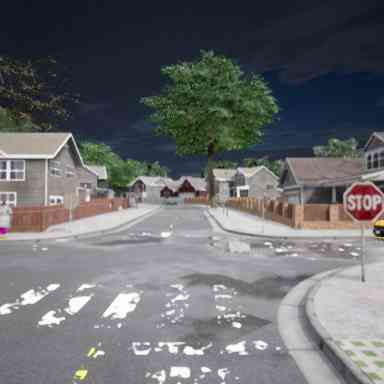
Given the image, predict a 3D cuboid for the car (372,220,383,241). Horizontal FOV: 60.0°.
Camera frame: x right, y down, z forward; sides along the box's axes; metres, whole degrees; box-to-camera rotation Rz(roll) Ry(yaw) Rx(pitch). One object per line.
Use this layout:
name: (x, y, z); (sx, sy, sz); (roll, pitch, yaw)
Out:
car: (10.269, 1.389, 13.928); (5.008, 1.535, 1.882); (-1, -2, 1)

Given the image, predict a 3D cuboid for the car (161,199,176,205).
car: (-4.924, 2.047, 68.505); (1.994, 1.385, 4.181); (1, -1, -26)

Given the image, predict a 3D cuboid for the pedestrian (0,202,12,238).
pedestrian: (-9.670, 1.413, 17.107); (0.375, 1.860, 0.375); (0, -1, 1)
